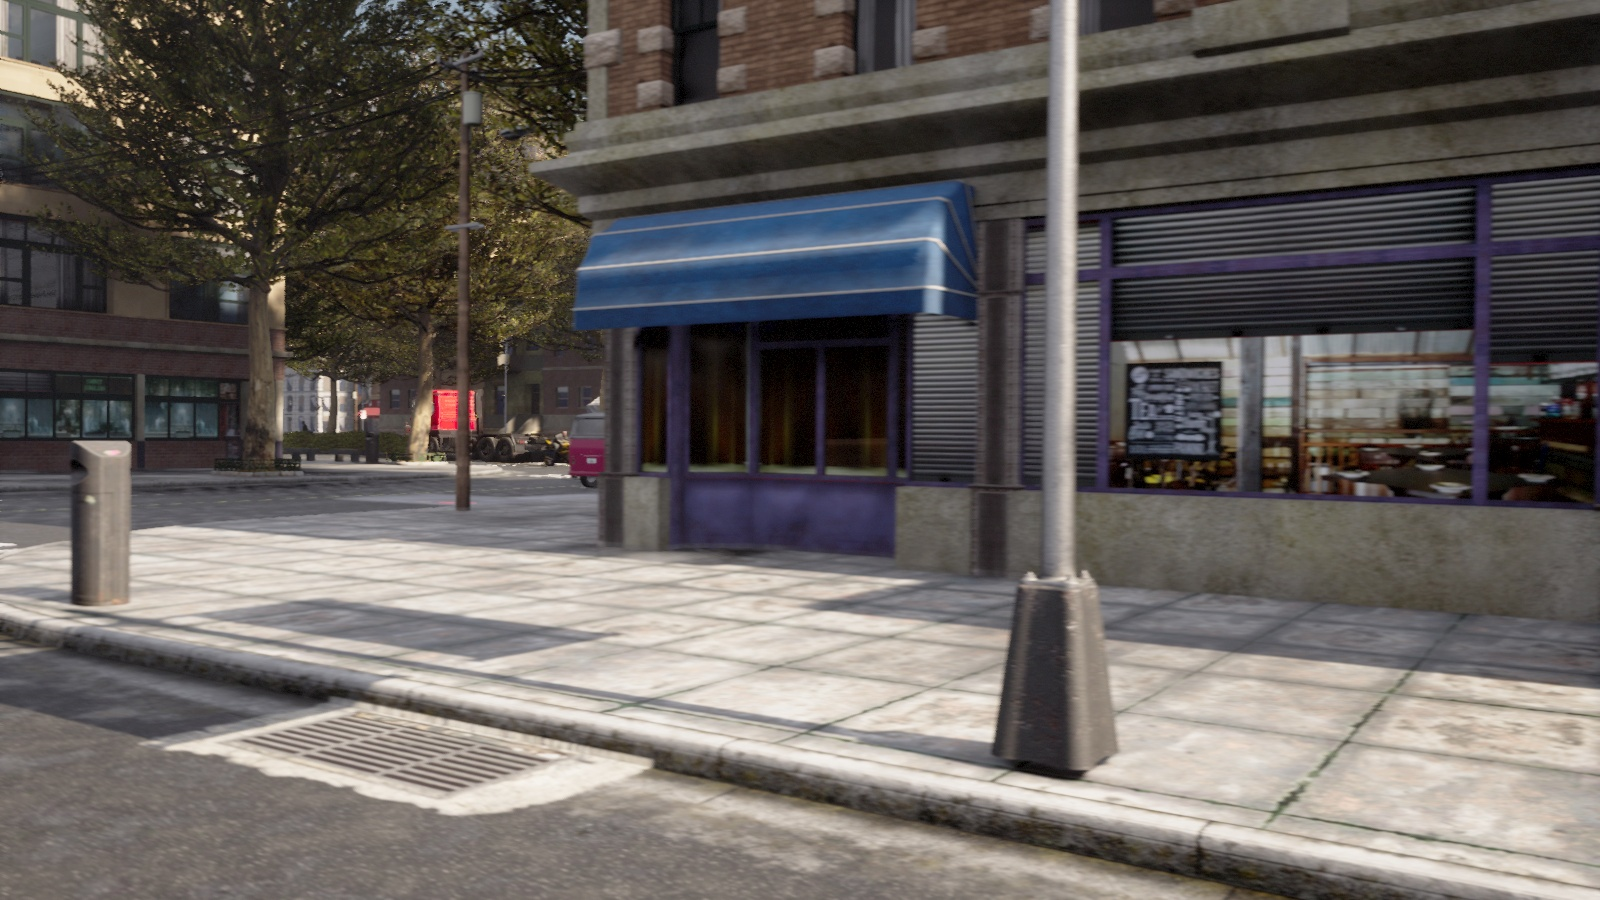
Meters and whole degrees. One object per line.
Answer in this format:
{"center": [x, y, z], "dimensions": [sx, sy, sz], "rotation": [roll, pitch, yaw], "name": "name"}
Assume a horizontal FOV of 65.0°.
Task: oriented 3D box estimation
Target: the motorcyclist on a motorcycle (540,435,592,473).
{"center": [-9.539, 0.155, 51.123], "dimensions": [2.191, 1.530, 0.866], "rotation": [0, 1, 39], "name": "motorcyclist on a motorcycle"}

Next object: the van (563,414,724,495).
{"center": [-4.057, 0.068, 33.201], "dimensions": [1.775, 1.987, 4.442], "rotation": [0, 1, 33], "name": "van"}

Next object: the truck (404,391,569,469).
{"center": [-14.779, -0.922, 59.001], "dimensions": [7.936, 3.462, 2.891], "rotation": [0, 1, 34], "name": "truck"}
